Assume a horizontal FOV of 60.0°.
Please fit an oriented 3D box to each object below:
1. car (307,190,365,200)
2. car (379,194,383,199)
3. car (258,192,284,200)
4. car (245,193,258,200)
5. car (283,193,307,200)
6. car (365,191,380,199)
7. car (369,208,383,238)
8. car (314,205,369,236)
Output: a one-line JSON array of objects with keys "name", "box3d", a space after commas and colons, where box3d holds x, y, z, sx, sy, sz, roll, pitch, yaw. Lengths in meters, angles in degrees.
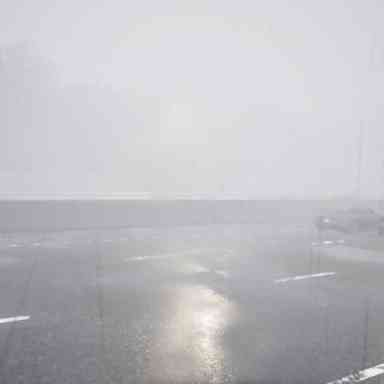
[{"name": "car", "box3d": [13.604, 0.953, 31.353, 4.553, 1.767, 2.097, 0, 1, -26]}, {"name": "car", "box3d": [26.086, 1.144, 41.498, 4.892, 1.490, 1.837, 0, 1, -26]}, {"name": "car", "box3d": [10.327, 0.887, 37.534, 5.008, 1.535, 1.882, 1, 1, -26]}, {"name": "car", "box3d": [8.767, 0.805, 40.663, 4.902, 1.511, 2.128, 1, 1, -26]}, {"name": "car", "box3d": [12.389, 1.002, 34.658, 4.902, 1.511, 2.128, 1, 1, -26]}, {"name": "car", "box3d": [25.550, 1.033, 45.124, 5.008, 1.535, 1.882, 1, 1, -26]}, {"name": "car", "box3d": [9.968, 1.369, 13.801, 5.008, 1.535, 1.882, 1, 1, -27]}, {"name": "car", "box3d": [8.264, 1.358, 16.863, 4.181, 1.385, 1.994, 1, 1, -27]}]
